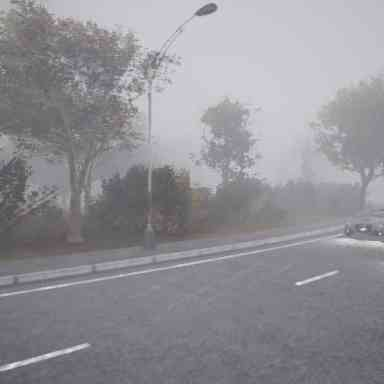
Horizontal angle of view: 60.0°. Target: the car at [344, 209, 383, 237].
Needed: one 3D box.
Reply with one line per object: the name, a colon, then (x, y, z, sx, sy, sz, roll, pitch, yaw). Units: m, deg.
car: (9.467, 1.576, 17.092, 1.994, 1.385, 4.181, 0, 0, 45)
